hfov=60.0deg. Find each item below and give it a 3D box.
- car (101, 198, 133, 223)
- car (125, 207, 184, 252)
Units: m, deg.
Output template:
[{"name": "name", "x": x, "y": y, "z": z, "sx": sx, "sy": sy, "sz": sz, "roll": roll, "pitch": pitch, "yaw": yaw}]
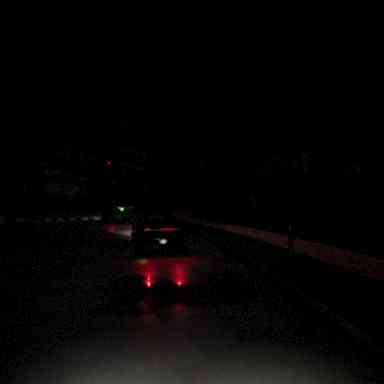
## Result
[{"name": "car", "x": -6.527, "y": 1.499, "z": 28.777, "sx": 2.150, "sy": 2.045, "sz": 5.566, "roll": 0, "pitch": 0, "yaw": -22}, {"name": "car", "x": -1.630, "y": 1.634, "z": 14.639, "sx": 2.128, "sy": 1.511, "sz": 4.902, "roll": 0, "pitch": 0, "yaw": -14}]
